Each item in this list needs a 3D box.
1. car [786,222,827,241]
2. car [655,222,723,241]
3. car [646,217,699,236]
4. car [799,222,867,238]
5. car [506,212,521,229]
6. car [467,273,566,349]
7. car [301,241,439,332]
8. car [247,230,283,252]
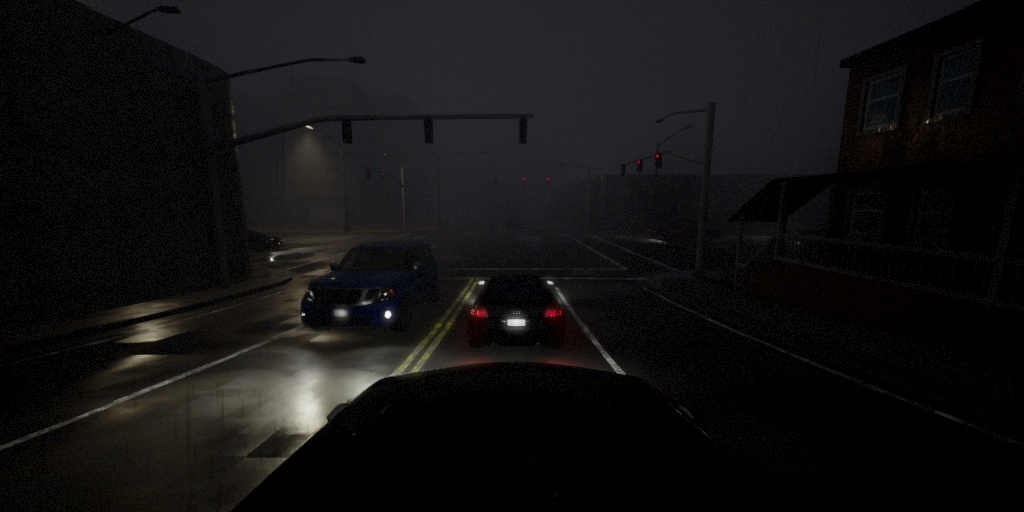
[{"bbox_3d":[28.540,-2.240,33.761,5.008,1.535,1.882,0,8,1],"label":"car"},{"bbox_3d":[16.864,-2.177,33.860,5.357,1.411,2.033,0,8,0],"label":"car"},{"bbox_3d":[16.999,-3.008,37.274,5.566,2.045,2.150,0,8,0],"label":"car"},{"bbox_3d":[33.187,-2.733,37.186,4.902,1.511,2.128,0,8,1],"label":"car"},{"bbox_3d":[0.217,-4.896,51.059,2.097,1.767,4.553,0,8,1],"label":"car"},{"bbox_3d":[0.098,1.091,8.682,1.994,1.385,4.181,0,3,0],"label":"car"},{"bbox_3d":[-3.578,0.649,10.251,2.150,2.045,5.566,0,4,0],"label":"car"},{"bbox_3d":[-19.942,-1.185,26.977,4.892,1.490,1.837,0,8,1],"label":"car"}]
